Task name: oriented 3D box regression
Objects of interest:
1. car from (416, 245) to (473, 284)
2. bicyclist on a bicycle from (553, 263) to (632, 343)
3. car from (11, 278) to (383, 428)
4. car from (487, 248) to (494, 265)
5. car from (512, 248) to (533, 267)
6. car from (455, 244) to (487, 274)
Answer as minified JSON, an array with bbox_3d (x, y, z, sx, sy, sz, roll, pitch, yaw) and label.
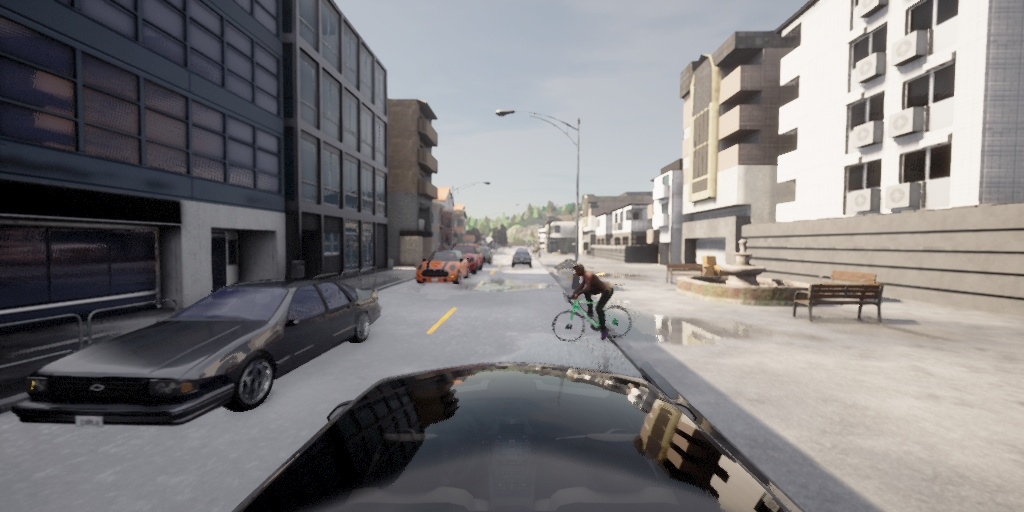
[{"bbox_3d":[-3.617,0.479,19.318,2.097,1.767,4.553,0,2,2],"label":"car"},{"bbox_3d":[1.615,0.960,7.419,1.656,1.620,0.582,-6,2,2],"label":"bicyclist on a bicycle"},{"bbox_3d":[-4.000,1.120,6.106,2.033,1.411,5.357,0,2,2],"label":"car"},{"bbox_3d":[-3.045,-0.092,36.289,2.097,1.767,4.553,0,2,2],"label":"car"},{"bbox_3d":[0.919,0.250,32.872,2.033,1.411,5.357,0,2,2],"label":"car"},{"bbox_3d":[-3.345,0.163,25.521,2.150,2.045,5.566,0,2,2],"label":"car"}]
